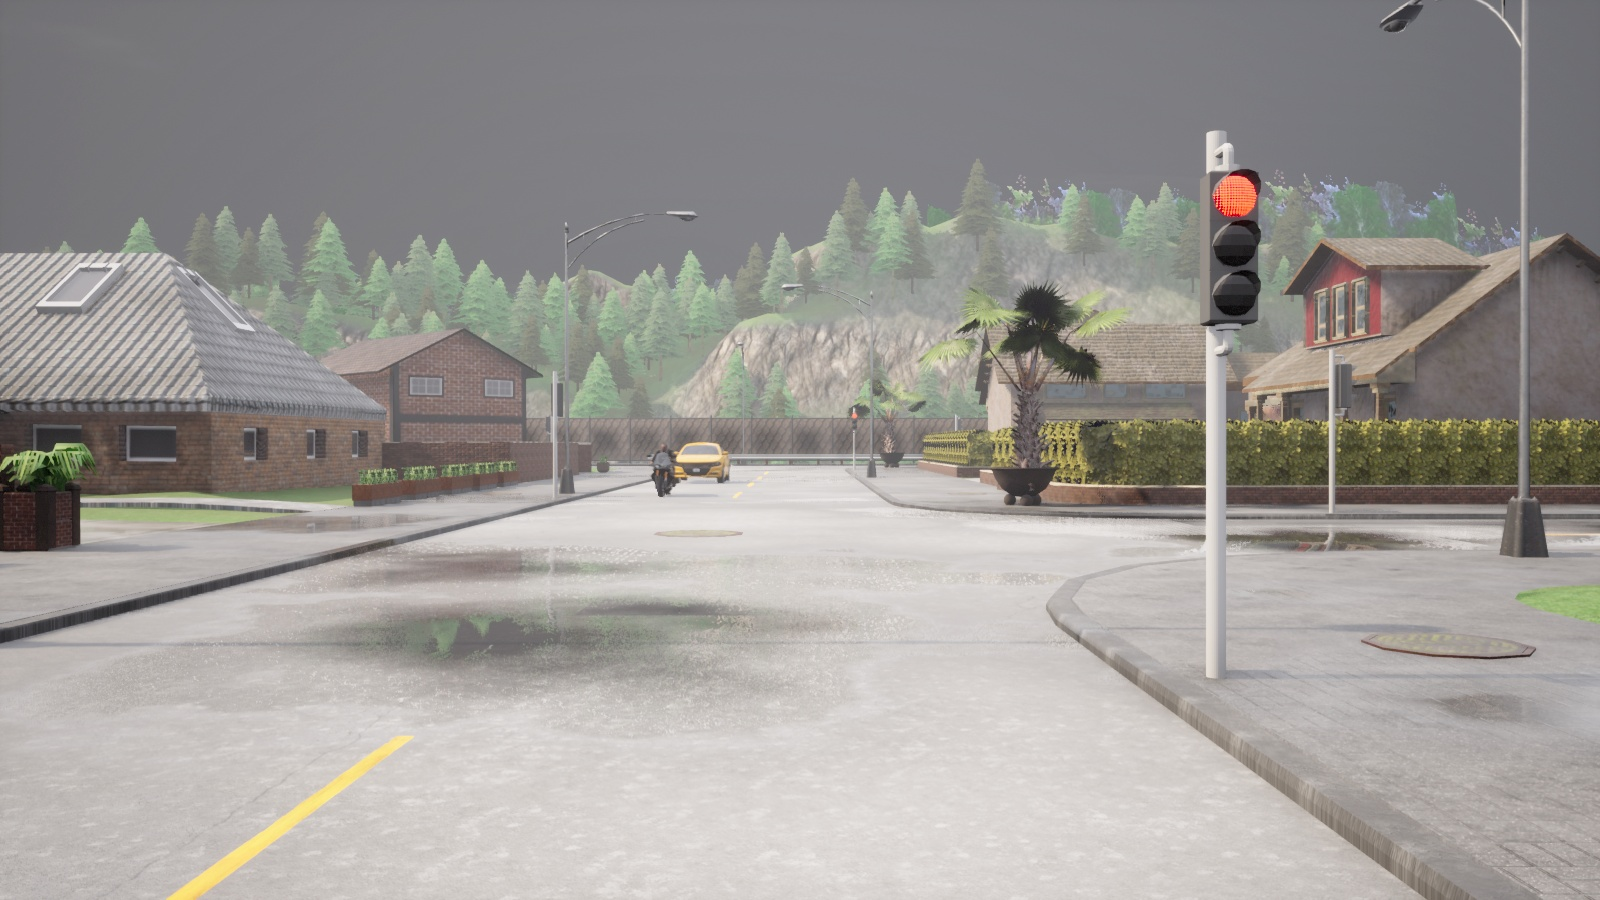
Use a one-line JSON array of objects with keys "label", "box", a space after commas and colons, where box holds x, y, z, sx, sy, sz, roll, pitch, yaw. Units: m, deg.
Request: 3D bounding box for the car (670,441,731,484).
[{"label": "car", "box": [-3.730, 0.452, 47.706, 1.882, 1.535, 5.008, 0, 0, 0]}]

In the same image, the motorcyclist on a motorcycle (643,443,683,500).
[{"label": "motorcyclist on a motorcycle", "box": [-3.801, 0.581, 35.043, 0.866, 1.530, 2.191, 0, 0, 0]}]
